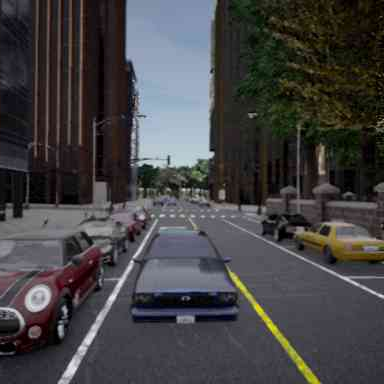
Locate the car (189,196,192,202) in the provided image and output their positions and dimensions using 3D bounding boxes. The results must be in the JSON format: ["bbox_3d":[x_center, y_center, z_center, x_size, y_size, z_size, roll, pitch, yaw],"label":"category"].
[{"bbox_3d":[0.907,2.289,82.102,1.887,1.381,4.507,0,-1,-4],"label":"car"}]

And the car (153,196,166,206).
[{"bbox_3d":[-6.589,1.842,65.296,2.192,1.841,5.009,0,-1,-4],"label":"car"}]

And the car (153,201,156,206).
[{"bbox_3d":[-4.263,1.734,27.790,1.752,1.417,4.829,0,-1,-4],"label":"car"}]

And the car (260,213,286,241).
[{"bbox_3d":[4.911,1.761,17.596,1.947,1.339,4.313,0,-1,-4],"label":"car"}]

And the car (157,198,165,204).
[{"bbox_3d":[-7.591,2.193,81.405,1.752,1.417,4.829,0,-1,-4],"label":"car"}]

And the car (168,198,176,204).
[{"bbox_3d":[-4.755,2.181,80.330,1.837,1.490,4.892,1,-1,-4],"label":"car"}]

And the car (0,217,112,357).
[{"bbox_3d":[-2.921,1.470,6.175,1.967,1.590,4.097,0,0,-4],"label":"car"}]

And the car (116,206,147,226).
[{"bbox_3d":[-3.598,1.664,17.067,1.887,1.381,4.507,0,0,-4],"label":"car"}]

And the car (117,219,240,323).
[{"bbox_3d":[-0.256,1.614,7.824,2.033,1.411,5.357,1,0,-4],"label":"car"}]

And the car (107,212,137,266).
[{"bbox_3d":[-3.259,1.626,11.620,2.008,1.369,4.403,0,0,-4],"label":"car"}]

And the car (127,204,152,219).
[{"bbox_3d":[-3.935,1.605,22.514,1.967,1.590,4.097,0,-1,-4],"label":"car"}]

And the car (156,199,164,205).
[{"bbox_3d":[-7.265,2.204,76.147,1.802,1.307,4.206,0,-1,-4],"label":"car"}]

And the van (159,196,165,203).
[{"bbox_3d":[-8.274,2.107,92.430,1.690,1.788,3.998,0,-1,-4],"label":"van"}]

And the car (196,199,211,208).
[{"bbox_3d":[2.255,1.996,60.395,1.967,1.590,4.097,0,-1,-4],"label":"car"}]

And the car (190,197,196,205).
[{"bbox_3d":[1.244,2.248,76.675,2.008,1.369,4.403,0,-1,-4],"label":"car"}]

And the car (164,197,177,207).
[{"bbox_3d":[-3.791,2.089,64.356,2.033,1.411,5.357,1,-1,-3],"label":"car"}]

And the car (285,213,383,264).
[{"bbox_3d":[5.239,1.677,12.320,1.752,1.417,4.829,0,0,-4],"label":"car"}]
